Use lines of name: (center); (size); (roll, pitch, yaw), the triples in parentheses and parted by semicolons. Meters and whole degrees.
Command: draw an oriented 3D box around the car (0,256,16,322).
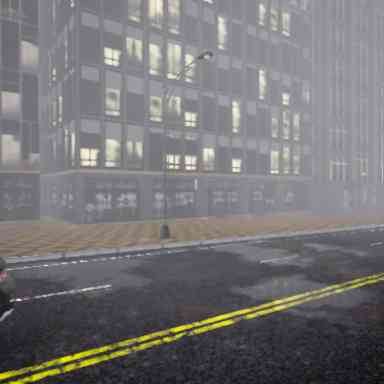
car: (-4.968, 1.469, 4.134); (4.902, 1.511, 2.128); (1, -1, -35)
